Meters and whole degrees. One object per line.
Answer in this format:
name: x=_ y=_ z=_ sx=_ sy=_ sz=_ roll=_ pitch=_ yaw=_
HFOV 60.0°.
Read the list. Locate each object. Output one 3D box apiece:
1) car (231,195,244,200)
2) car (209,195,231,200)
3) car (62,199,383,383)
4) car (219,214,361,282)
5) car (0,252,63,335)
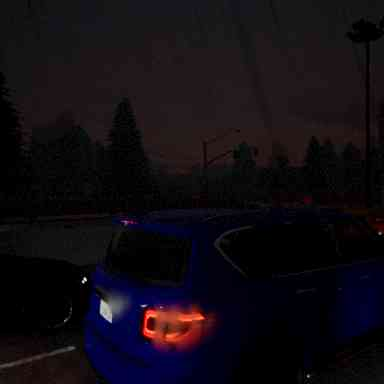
car: x=6.396 y=1.241 z=50.612 sx=2.128 sy=1.511 sz=4.902 roll=-1 pitch=0 yaw=-35
car: x=3.150 y=1.377 z=49.132 sx=1.895 sy=1.301 sz=4.718 roll=-1 pitch=0 yaw=-36
car: x=1.375 y=1.204 z=4.712 sx=5.566 sy=2.045 sz=2.150 roll=-1 pitch=0 yaw=-35
car: x=3.092 y=1.512 z=10.228 sx=4.181 sy=1.385 sz=1.994 roll=-1 pitch=0 yaw=-34
car: x=-3.750 y=1.564 z=5.362 sx=4.181 sy=1.385 sz=1.994 roll=0 pitch=0 yaw=-36
